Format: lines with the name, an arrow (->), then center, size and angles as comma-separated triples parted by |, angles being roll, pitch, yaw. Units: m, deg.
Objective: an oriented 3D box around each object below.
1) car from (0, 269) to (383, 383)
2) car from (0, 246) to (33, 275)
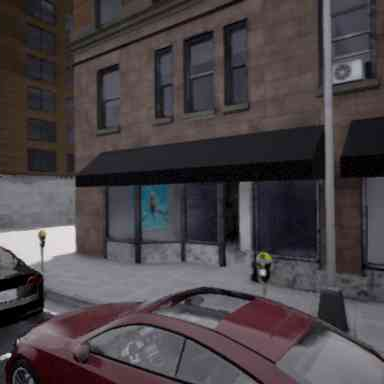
car -> -0.046, 1.605, 3.114 | 4.206, 1.307, 1.802 | -1, -1, 35
car -> -4.543, 1.664, 6.321 | 4.313, 1.339, 1.947 | -1, -1, 35
